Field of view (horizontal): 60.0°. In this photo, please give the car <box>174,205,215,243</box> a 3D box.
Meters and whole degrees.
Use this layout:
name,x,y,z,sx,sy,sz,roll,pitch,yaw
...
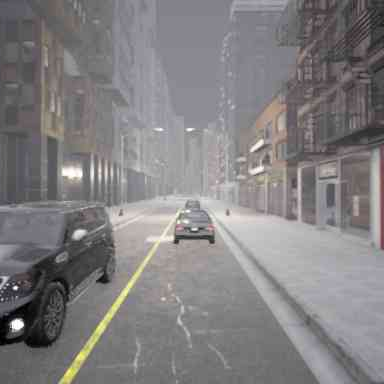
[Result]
name,x,y,z,sx,sy,sz,roll,pitch,yaw
car,0.100,1.556,16.031,2.033,1.411,5.357,0,0,0

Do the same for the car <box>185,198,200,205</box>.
name,x,y,z,sx,sy,sz,roll,pitch,yaw
car,0.097,1.504,42.715,2.128,1.511,4.902,0,0,0

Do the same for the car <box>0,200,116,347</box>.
name,x,y,z,sx,sy,sz,roll,pitch,yaw
car,-3.075,1.225,6.684,2.150,2.045,5.566,0,0,0
